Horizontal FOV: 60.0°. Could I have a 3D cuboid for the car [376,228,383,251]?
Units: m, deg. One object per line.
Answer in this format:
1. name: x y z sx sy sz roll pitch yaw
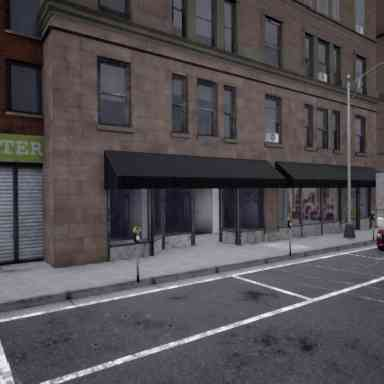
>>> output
1. car: 8.866 1.540 12.865 4.507 1.381 1.887 0 -1 -35
